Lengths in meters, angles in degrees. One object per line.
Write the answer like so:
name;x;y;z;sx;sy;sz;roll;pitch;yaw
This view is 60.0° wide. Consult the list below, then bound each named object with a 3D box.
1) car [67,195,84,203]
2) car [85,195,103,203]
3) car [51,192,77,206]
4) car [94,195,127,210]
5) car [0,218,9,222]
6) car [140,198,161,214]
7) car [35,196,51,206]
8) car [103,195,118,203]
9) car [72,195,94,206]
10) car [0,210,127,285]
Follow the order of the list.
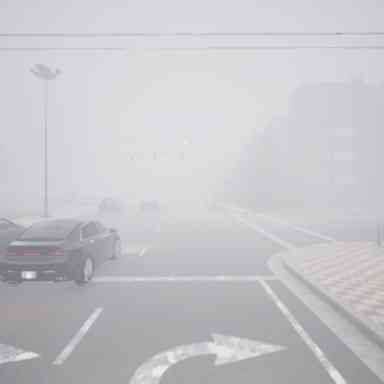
car;-23.281;1.315;66.677;1.837;1.490;4.892;0;0;0
car;-19.781;1.353;67.243;2.033;1.411;5.357;0;0;0
car;-19.810;1.073;52.803;2.150;2.045;5.566;0;0;0
car;-7.631;1.262;32.170;2.097;1.767;4.553;0;0;-2
car;-6.972;1.533;11.271;1.994;1.385;4.181;0;0;-1
car;-4.202;1.383;34.025;1.882;1.535;5.008;0;0;-2
car;-23.302;1.330;53.242;1.882;1.535;5.008;0;0;0
car;-16.282;1.313;66.622;1.837;1.490;4.892;0;1;0
car;-16.312;1.458;51.187;1.895;1.301;4.718;0;0;0
car;-3.373;1.479;9.390;1.837;1.490;4.892;0;0;1
